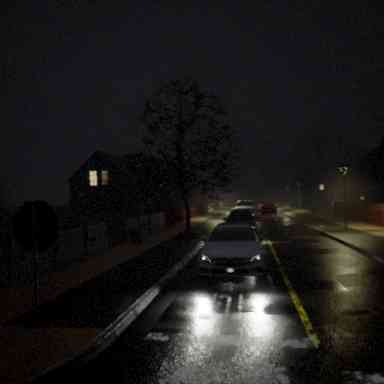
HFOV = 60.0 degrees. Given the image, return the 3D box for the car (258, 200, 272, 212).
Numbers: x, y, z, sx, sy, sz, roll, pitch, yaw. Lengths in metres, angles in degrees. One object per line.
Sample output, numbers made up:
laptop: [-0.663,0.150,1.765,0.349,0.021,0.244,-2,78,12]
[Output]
car: [11.684,2.215,53.475,2.097,1.767,4.553,-2,-1,11]

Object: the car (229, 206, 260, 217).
car: [3.068,1.909,20.719,1.837,1.490,4.892,-2,0,9]

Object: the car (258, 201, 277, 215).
car: [9.890,2.160,42.972,1.882,1.535,5.008,-2,-1,10]

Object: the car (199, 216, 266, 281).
car: [1.371,1.765,10.837,1.812,1.442,4.674,-2,-1,10]

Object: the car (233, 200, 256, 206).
car: [5.595,1.881,35.330,2.150,2.045,5.566,-2,-2,10]
